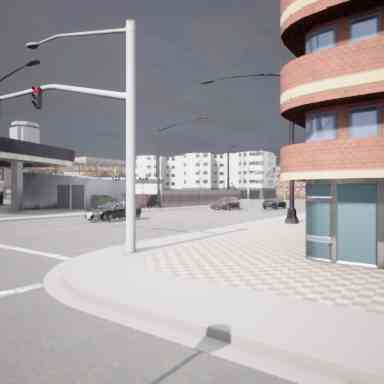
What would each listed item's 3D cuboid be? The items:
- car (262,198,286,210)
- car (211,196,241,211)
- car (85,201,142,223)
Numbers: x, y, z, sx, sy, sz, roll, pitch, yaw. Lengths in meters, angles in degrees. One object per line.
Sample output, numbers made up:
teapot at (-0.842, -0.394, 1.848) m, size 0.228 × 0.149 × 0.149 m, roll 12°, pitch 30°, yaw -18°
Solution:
car at (10.870, 1.486, 43.704) m, size 2.128 × 1.511 × 4.902 m, roll 0°, pitch 0°, yaw 35°
car at (4.121, 1.346, 40.416) m, size 2.097 × 1.767 × 4.553 m, roll 0°, pitch 0°, yaw 35°
car at (-6.000, 1.485, 25.763) m, size 2.128 × 1.511 × 4.902 m, roll 0°, pitch 0°, yaw 35°
